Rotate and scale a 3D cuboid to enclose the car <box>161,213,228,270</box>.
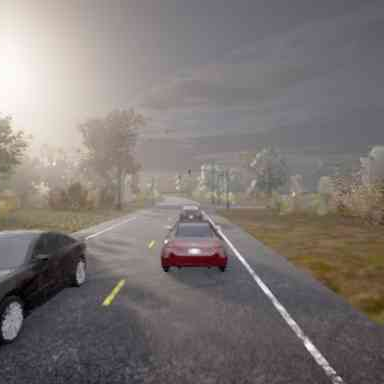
[{"bbox_3d":[0.056,1.632,11.263,1.994,1.385,4.181,0,0,0],"label":"car"}]

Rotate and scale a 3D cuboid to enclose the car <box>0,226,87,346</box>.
[{"bbox_3d":[-3.616,1.518,6.596,1.882,1.535,5.008,0,-1,0],"label":"car"}]

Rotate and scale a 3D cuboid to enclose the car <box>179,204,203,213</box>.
[{"bbox_3d":[-0.094,1.687,27.008,1.812,1.442,4.674,0,0,-1],"label":"car"}]
